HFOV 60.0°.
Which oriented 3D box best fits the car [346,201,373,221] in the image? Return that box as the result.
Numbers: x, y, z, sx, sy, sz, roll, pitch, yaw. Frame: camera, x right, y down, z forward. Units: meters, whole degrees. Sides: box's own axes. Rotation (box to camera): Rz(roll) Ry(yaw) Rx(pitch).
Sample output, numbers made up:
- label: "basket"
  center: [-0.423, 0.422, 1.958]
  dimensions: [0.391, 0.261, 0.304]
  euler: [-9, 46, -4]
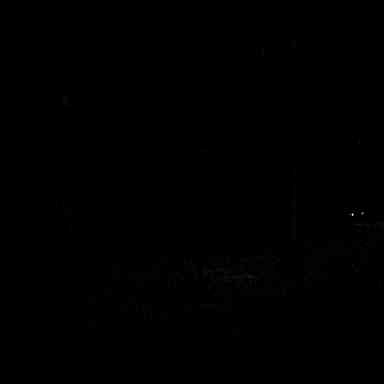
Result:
- label: "car"
  center: [10.885, 1.209, 26.595]
  dimensions: [2.150, 2.045, 5.566]
  euler: [0, 0, -35]

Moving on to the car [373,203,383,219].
- label: "car"
  center: [15.885, 1.581, 29.030]
  dimensions: [1.947, 1.339, 4.313]
  euler: [0, 0, -35]

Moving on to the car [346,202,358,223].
- label: "car"
  center: [9.347, 1.540, 24.374]
  dimensions: [1.947, 1.339, 4.313]
  euler: [0, 0, -35]
